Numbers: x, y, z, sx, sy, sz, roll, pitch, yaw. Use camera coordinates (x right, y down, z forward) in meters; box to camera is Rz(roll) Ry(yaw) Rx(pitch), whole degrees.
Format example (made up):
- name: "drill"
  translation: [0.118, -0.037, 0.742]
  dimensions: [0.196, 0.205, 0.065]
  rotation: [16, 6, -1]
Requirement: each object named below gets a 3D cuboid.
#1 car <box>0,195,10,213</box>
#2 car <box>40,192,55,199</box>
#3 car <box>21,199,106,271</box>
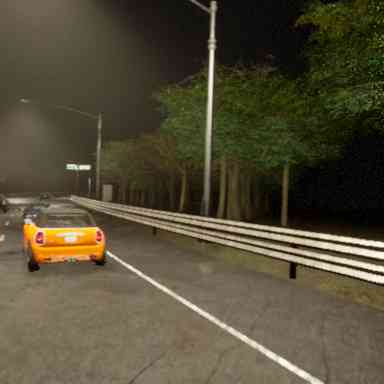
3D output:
- name: "car"
  translation: [-18.866, 1.017, 32.135]
  dimensions: [2.097, 1.767, 4.553]
  rotation: [2, -1, -25]
- name: "car"
  translation: [-31.045, 0.943, 70.672]
  dimensions: [2.097, 1.767, 4.553]
  rotation: [2, 0, -19]
- name: "car"
  translation: [-4.388, 1.310, 11.108]
  dimensions: [2.097, 1.767, 4.553]
  rotation: [2, -1, -29]
